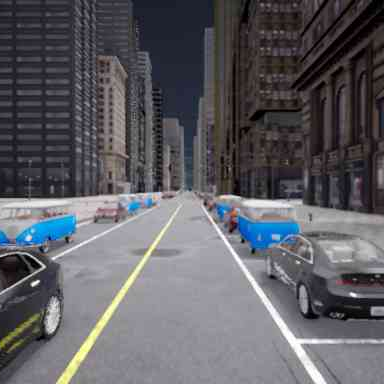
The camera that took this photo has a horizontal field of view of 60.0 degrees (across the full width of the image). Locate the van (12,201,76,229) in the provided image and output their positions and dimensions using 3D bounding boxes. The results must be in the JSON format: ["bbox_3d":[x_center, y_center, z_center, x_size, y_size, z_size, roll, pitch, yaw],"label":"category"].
[{"bbox_3d":[-5.793,1.250,12.701,1.690,1.788,3.998,0,0,0],"label":"van"}]

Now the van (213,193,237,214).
[{"bbox_3d":[2.703,1.163,24.086,1.690,1.788,3.998,0,0,0],"label":"van"}]

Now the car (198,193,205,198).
[{"bbox_3d":[2.537,0.908,90.691,1.887,1.381,4.507,0,0,0],"label":"car"}]

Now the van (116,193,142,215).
[{"bbox_3d":[-5.836,1.127,29.733,1.690,1.788,3.998,0,0,0],"label":"van"}]

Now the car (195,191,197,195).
[{"bbox_3d":[2.551,0.951,85.051,2.008,1.369,4.403,0,0,0],"label":"car"}]

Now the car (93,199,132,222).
[{"bbox_3d":[-5.821,1.408,24.057,1.802,1.307,4.206,0,0,0],"label":"car"}]

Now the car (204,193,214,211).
[{"bbox_3d":[2.675,1.182,35.441,1.967,1.590,4.097,0,0,0],"label":"car"}]

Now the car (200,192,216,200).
[{"bbox_3d":[2.646,0.977,46.795,2.192,1.841,5.009,0,0,0],"label":"car"}]

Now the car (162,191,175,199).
[{"bbox_3d":[-5.961,0.758,79.378,2.192,1.841,5.009,0,0,0],"label":"car"}]

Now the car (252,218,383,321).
[{"bbox_3d":[2.747,1.496,7.055,2.008,1.369,4.403,0,0,0],"label":"car"}]

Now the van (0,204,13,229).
[{"bbox_3d":[-5.779,1.291,7.023,1.690,1.788,3.998,0,0,0],"label":"van"}]

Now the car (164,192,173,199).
[{"bbox_3d":[-5.975,0.845,85.020,1.967,1.590,4.097,0,0,0],"label":"car"}]

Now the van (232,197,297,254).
[{"bbox_3d":[2.732,1.245,12.732,1.690,1.788,3.998,0,0,0],"label":"van"}]

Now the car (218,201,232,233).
[{"bbox_3d":[2.718,1.408,18.410,1.887,1.381,4.507,0,0,0],"label":"car"}]

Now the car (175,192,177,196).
[{"bbox_3d":[-5.988,0.933,90.661,1.947,1.339,4.313,0,0,0],"label":"car"}]

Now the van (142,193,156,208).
[{"bbox_3d":[-5.864,1.047,41.087,1.690,1.788,3.998,0,0,0],"label":"van"}]

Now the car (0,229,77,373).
[{"bbox_3d":[-3.005,1.479,3.644,1.837,1.490,4.892,0,0,0],"label":"car"}]

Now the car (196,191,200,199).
[{"bbox_3d":[2.579,1.027,73.770,2.008,1.369,4.403,0,0,0],"label":"car"}]
